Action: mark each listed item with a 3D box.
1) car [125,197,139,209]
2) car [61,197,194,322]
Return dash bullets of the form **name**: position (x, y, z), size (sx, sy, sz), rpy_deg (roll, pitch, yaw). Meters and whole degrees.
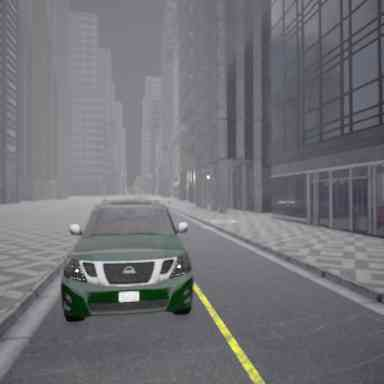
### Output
- **car**: position (-8.310, 1.481, 46.116), size (1.812, 1.442, 4.674), rpy_deg (0, 0, -10)
- **car**: position (-1.411, 1.213, 7.706), size (2.150, 2.045, 5.566), rpy_deg (0, 0, -10)
